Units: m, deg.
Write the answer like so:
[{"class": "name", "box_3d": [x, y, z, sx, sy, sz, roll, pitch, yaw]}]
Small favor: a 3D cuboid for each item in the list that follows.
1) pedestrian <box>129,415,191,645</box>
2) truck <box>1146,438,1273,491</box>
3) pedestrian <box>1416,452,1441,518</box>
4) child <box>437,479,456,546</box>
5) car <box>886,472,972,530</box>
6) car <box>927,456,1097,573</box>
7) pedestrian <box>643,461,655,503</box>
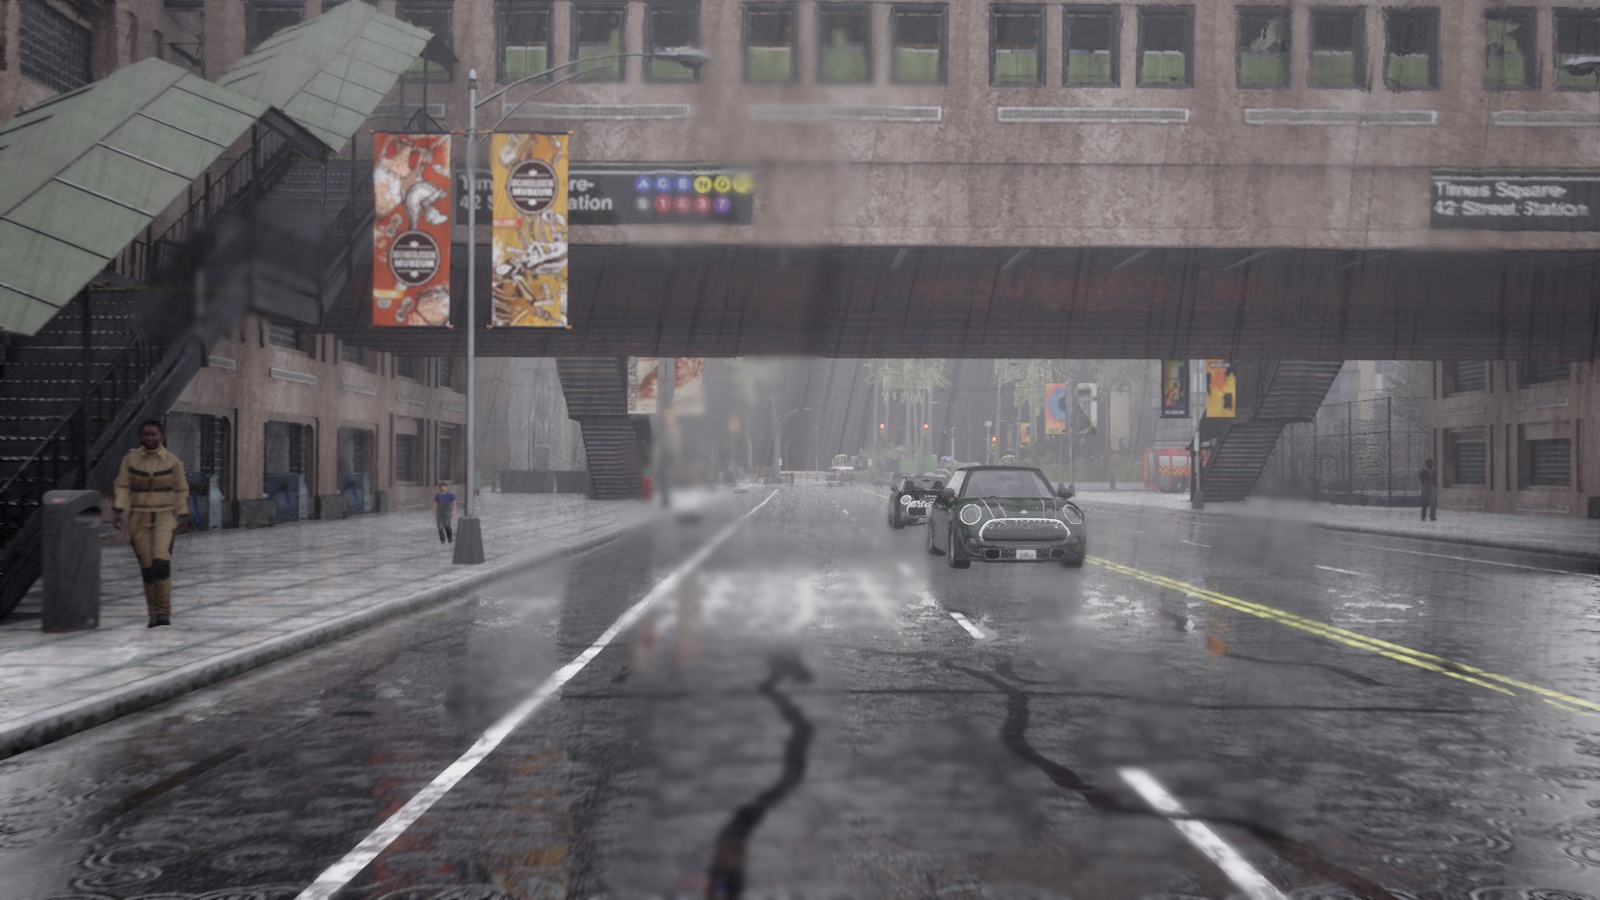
[{"class": "pedestrian", "box_3d": [-5.575, 0.677, 10.953, 0.396, 1.930, 0.692, 0, -1, -20]}, {"class": "truck", "box_3d": [30.317, 1.088, 93.140, 8.468, 3.827, 2.891, 0, -1, -5]}, {"class": "pedestrian", "box_3d": [18.460, 1.015, 36.881, 0.402, 1.930, 0.666, 0, -1, 3]}, {"class": "child", "box_3d": [-6.723, 1.178, 23.906, 0.270, 1.263, 0.437, 0, -1, -5]}, {"class": "car", "box_3d": [3.444, 1.340, 34.249, 1.970, 1.475, 3.806, 0, -1, 0]}, {"class": "car", "box_3d": [3.449, 1.016, 21.327, 2.097, 1.767, 4.553, 0, -1, 0]}, {"class": "pedestrian", "box_3d": [-6.674, 1.427, 55.514, 0.345, 1.836, 0.594, 0, -1, 12]}]
